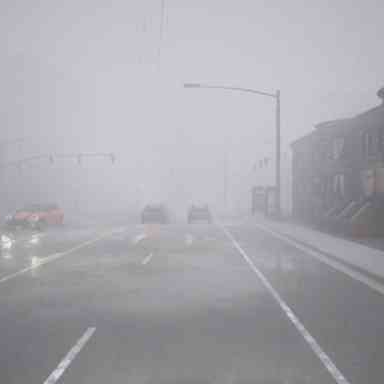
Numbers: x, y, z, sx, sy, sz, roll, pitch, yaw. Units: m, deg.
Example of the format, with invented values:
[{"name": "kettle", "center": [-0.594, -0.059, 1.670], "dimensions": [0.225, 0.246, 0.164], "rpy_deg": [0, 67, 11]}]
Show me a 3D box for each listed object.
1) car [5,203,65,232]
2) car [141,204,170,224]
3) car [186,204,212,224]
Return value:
[{"name": "car", "center": [-10.151, 1.542, 21.791], "dimensions": [2.097, 1.767, 4.553], "rpy_deg": [0, 0, 2]}, {"name": "car", "center": [-2.911, 1.730, 26.867], "dimensions": [2.128, 1.511, 4.902], "rpy_deg": [0, -1, 1]}, {"name": "car", "center": [0.595, 1.733, 27.039], "dimensions": [2.128, 1.511, 4.902], "rpy_deg": [0, -1, 1]}]
